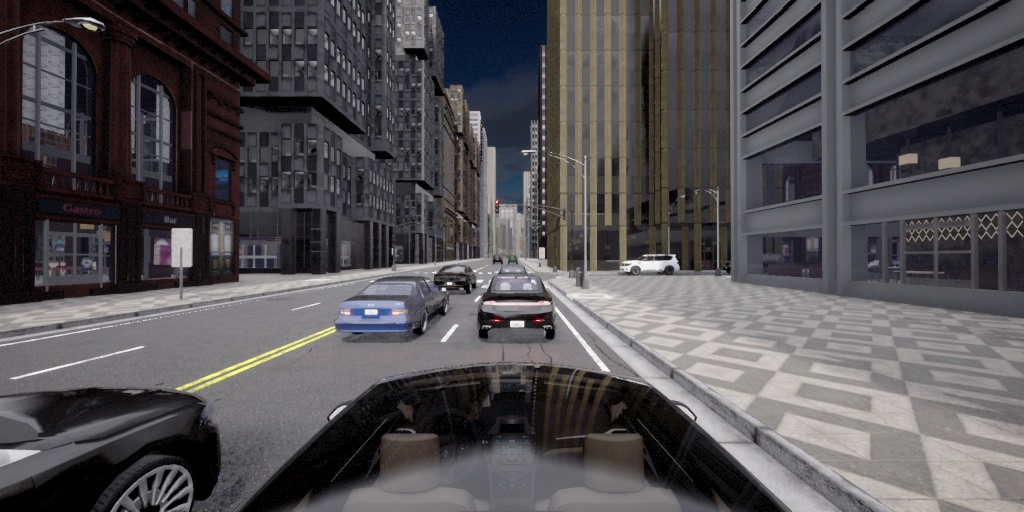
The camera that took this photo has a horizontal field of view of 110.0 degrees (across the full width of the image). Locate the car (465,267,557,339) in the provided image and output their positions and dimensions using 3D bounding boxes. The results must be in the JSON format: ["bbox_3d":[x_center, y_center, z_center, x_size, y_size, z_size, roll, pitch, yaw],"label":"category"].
[{"bbox_3d":[0.120,1.238,10.074,2.128,1.511,4.902,0,0,0],"label":"car"}]

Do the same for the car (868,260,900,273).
[{"bbox_3d":[37.001,1.090,35.814,5.357,1.411,2.033,0,0,0],"label":"car"}]

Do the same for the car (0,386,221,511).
[{"bbox_3d":[-3.149,1.241,0.751,2.128,1.511,4.902,0,0,0],"label":"car"}]

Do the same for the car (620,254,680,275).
[{"bbox_3d":[13.737,0.859,35.829,5.566,2.045,2.150,0,0,0],"label":"car"}]

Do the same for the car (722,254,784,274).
[{"bbox_3d":[24.164,0.814,35.829,5.566,2.045,2.150,0,0,0],"label":"car"}]

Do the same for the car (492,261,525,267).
[{"bbox_3d":[0.045,1.225,19.504,2.128,1.511,4.902,0,0,0],"label":"car"}]

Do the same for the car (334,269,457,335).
[{"bbox_3d":[-3.129,1.293,10.494,2.033,1.411,5.357,0,0,0],"label":"car"}]

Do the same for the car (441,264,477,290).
[{"bbox_3d":[-3.101,1.210,20.263,1.882,1.535,5.008,0,0,0],"label":"car"}]
